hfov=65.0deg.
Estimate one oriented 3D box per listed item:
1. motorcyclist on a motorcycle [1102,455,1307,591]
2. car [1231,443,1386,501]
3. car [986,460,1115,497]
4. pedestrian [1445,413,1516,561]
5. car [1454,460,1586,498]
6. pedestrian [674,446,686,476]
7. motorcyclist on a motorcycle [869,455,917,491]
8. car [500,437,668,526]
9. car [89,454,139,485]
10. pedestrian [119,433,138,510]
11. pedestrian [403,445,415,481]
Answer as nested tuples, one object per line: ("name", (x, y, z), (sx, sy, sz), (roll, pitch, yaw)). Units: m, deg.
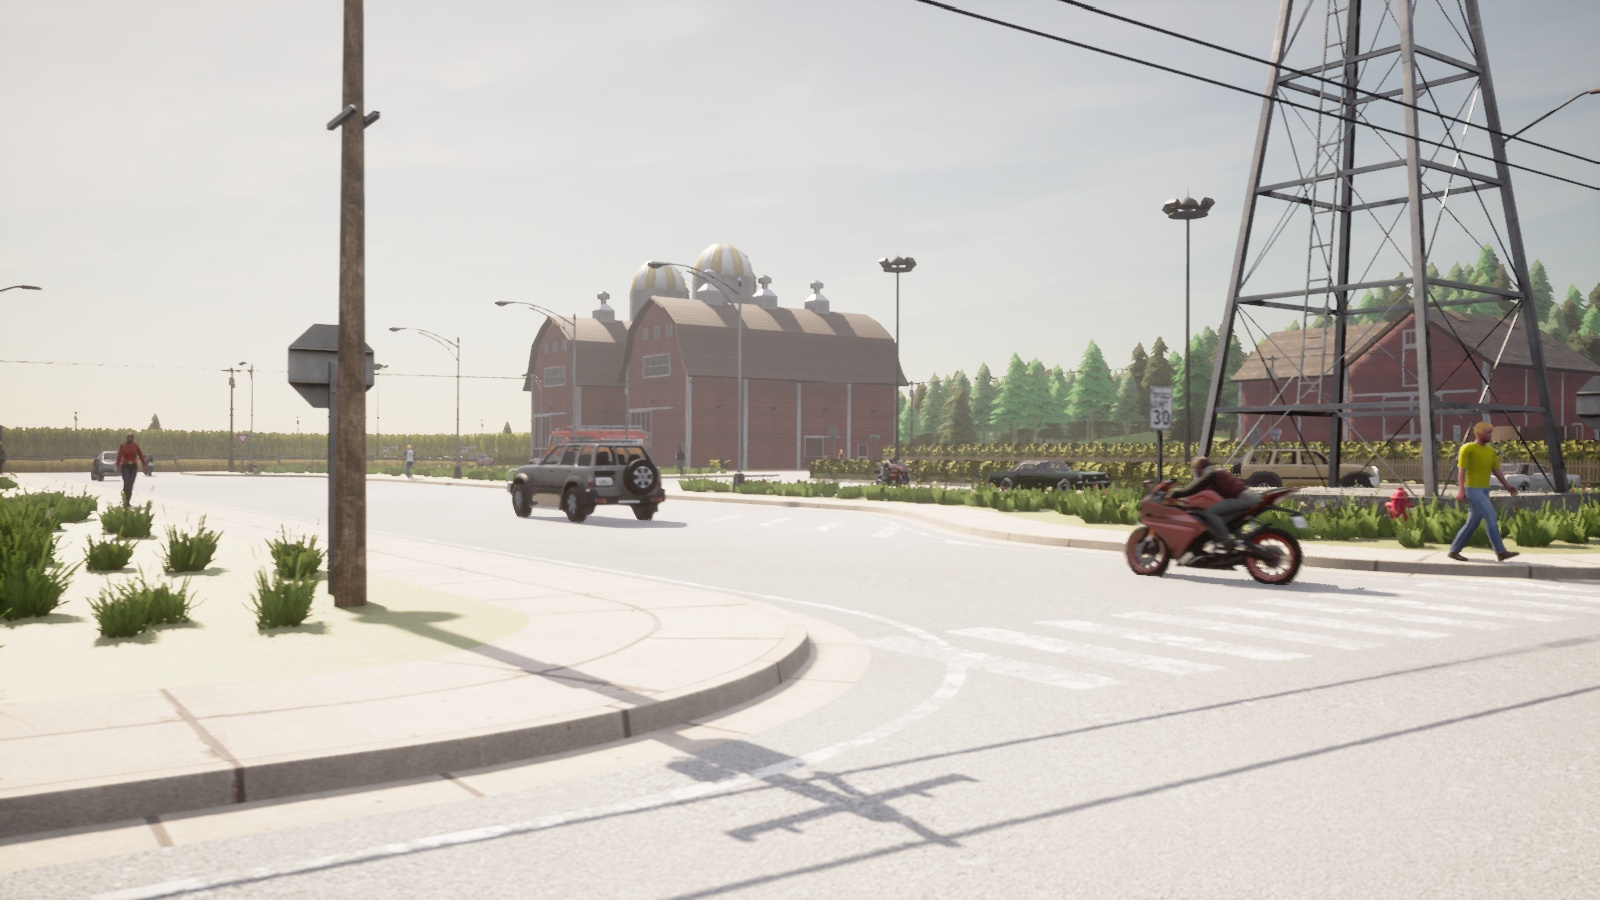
("motorcyclist on a motorcycle", (4.853, 0.834, 15.173), (2.191, 1.530, 0.866), (0, -1, 42))
("car", (16.918, 0.711, 42.021), (4.605, 1.855, 1.932), (0, 0, 16))
("car", (9.297, 1.016, 46.977), (1.895, 1.301, 4.718), (0, 0, -36))
("pedestrian", (8.626, 0.456, 15.938), (0.354, 1.836, 0.706), (0, 0, -29))
("car", (25.619, 1.002, 44.653), (4.718, 1.301, 1.895), (0, 0, -29))
("pedestrian", (-7.443, 0.691, 77.920), (0.431, 1.840, 0.703), (0, 0, 25))
("motorcyclist on a motorcycle", (4.008, 0.980, 54.371), (0.866, 1.530, 2.191), (0, 0, -35))
("car", (-4.988, 0.668, 28.545), (1.932, 1.855, 4.605), (0, 0, -36))
("car", (-35.265, 0.973, 64.494), (1.789, 1.549, 3.705), (0, 0, -36))
("pedestrian", (-16.211, 0.517, 30.310), (0.331, 1.846, 0.636), (0, 0, -35))
("pedestrian", (-19.945, 0.643, 64.067), (0.354, 1.836, 0.706), (0, 0, -38))
